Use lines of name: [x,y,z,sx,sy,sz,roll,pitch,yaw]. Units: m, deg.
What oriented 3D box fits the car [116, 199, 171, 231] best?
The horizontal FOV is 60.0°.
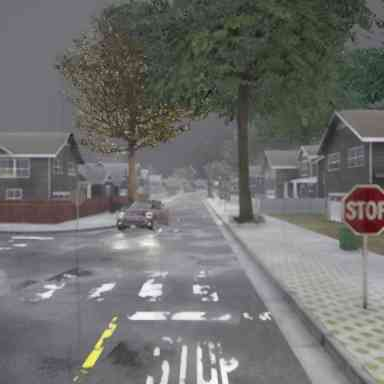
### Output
car: [-2.739,1.249,19.805,2.097,1.767,4.553,-1,0,10]
